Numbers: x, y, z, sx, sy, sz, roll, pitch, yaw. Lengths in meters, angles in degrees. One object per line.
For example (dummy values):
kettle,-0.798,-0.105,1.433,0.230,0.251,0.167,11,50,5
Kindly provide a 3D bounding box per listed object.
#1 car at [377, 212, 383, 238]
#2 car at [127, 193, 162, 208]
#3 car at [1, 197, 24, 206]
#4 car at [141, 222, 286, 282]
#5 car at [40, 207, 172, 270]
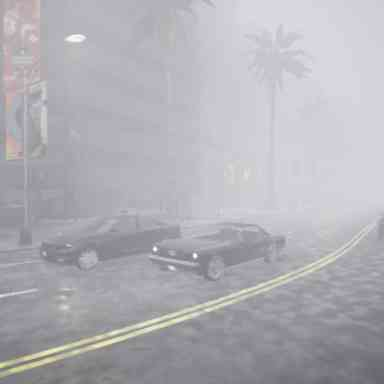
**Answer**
car,10.645,1.490,16.910,1.837,1.490,4.892,0,0,34
car,-5.993,1.157,43.224,2.435,2.045,5.566,0,0,33
car,-31.390,1.708,59.379,2.161,1.482,4.786,0,0,33
car,0.970,1.620,10.102,1.895,1.301,4.718,0,0,42
car,-2.549,1.518,11.475,1.882,1.535,5.008,0,0,44
